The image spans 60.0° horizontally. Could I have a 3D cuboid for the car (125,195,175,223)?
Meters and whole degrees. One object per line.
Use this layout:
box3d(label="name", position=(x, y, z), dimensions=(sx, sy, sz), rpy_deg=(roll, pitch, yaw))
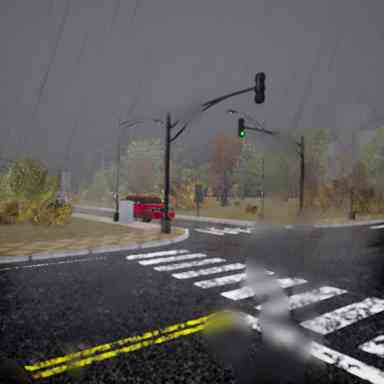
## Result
box3d(label="car", position=(-3.506, 1.289, 26.019), dimensions=(2.150, 2.045, 5.566), rpy_deg=(2, -1, -35))

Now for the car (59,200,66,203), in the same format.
box3d(label="car", position=(-18.670, 1.778, 47.576), dimensions=(2.033, 1.411, 5.357), rpy_deg=(2, -1, -33))

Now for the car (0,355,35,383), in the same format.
box3d(label="car", position=(-3.134, 1.504, 1.200), dimensions=(4.892, 1.490, 1.837), rpy_deg=(1, 0, -36))
